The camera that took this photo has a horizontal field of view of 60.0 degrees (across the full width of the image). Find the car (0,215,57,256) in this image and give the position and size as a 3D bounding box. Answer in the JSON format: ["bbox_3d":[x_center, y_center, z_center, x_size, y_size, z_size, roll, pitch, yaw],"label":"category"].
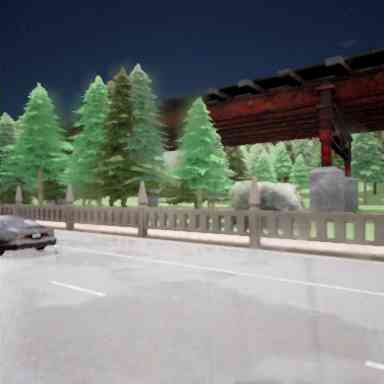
[{"bbox_3d":[-7.770,1.680,13.704,5.357,1.411,2.033,-1,0,36],"label":"car"}]
